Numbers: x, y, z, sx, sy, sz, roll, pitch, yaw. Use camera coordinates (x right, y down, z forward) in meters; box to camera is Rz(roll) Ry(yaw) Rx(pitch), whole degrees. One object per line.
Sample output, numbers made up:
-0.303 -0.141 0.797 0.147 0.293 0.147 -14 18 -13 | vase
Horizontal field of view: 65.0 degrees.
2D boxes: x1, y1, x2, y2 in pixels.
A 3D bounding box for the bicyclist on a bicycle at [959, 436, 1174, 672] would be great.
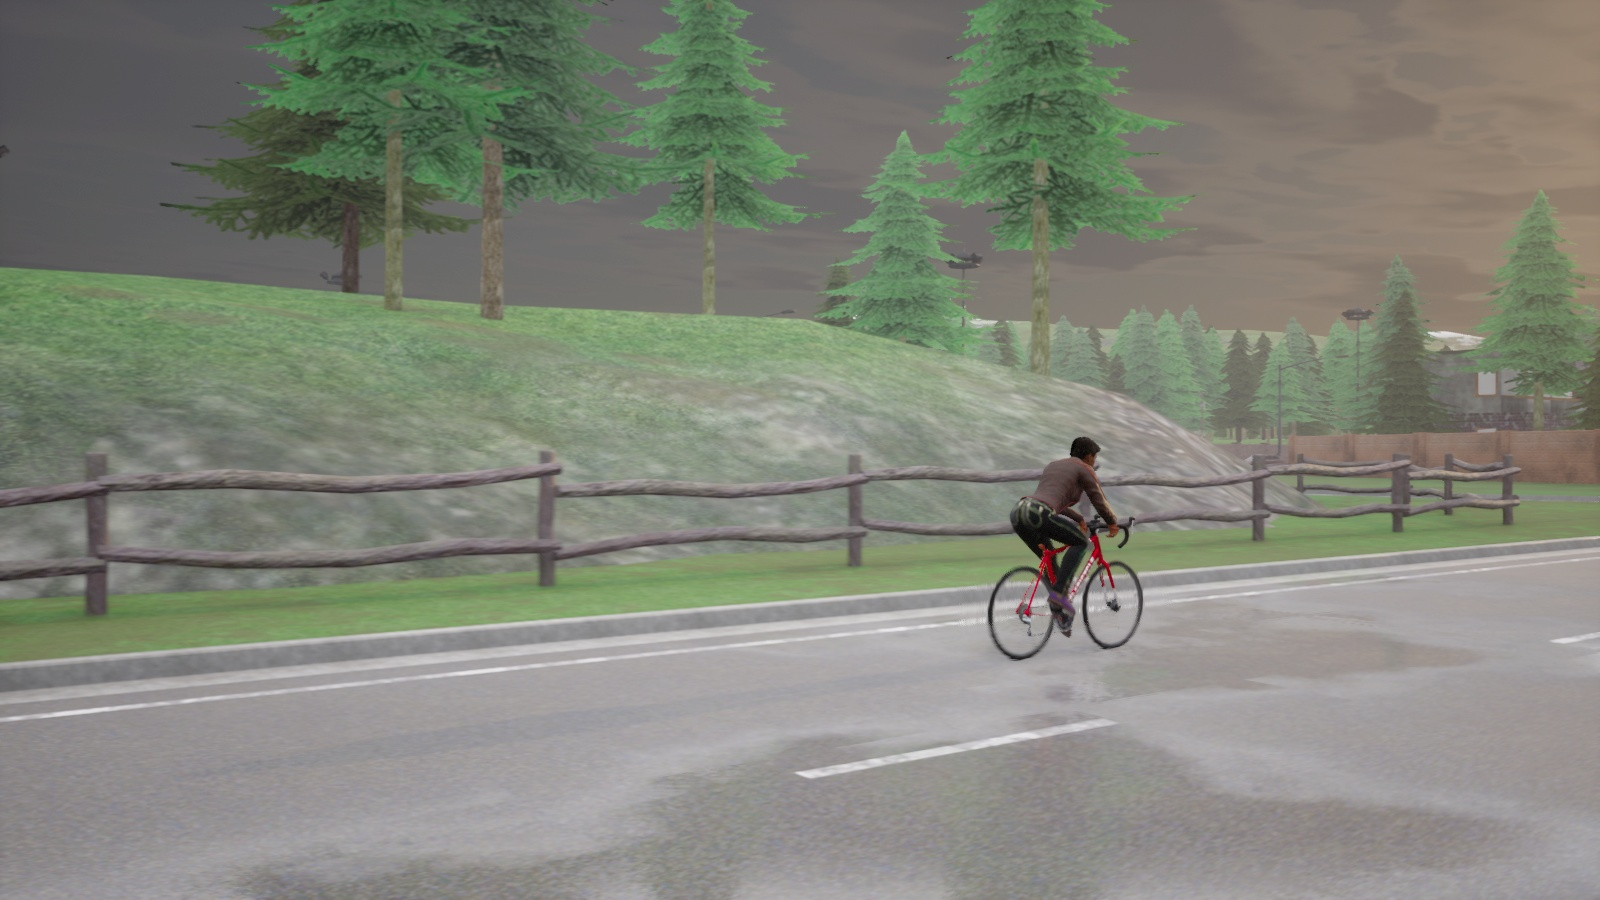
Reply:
1.998 0.716 9.314 1.656 1.620 0.582 0 0 -35 | bicyclist on a bicycle
